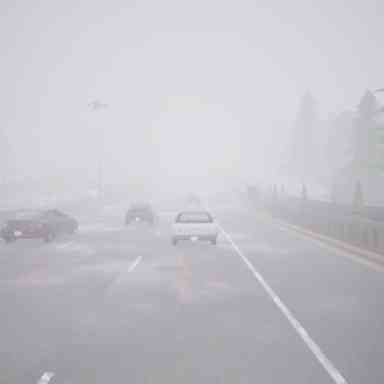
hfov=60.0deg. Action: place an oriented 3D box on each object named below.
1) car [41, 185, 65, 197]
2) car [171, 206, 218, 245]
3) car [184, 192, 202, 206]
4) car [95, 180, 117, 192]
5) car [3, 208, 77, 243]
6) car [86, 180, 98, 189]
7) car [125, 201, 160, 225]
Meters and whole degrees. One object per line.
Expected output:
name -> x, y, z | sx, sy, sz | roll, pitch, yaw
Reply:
car -> -21.068, -0.284, 50.482 | 1.882, 1.535, 5.008 | 0, 7, 1
car -> 0.093, 1.542, 15.305 | 1.895, 1.301, 4.718 | 0, 0, 0
car -> 0.084, 0.811, 38.907 | 1.837, 1.490, 4.892 | 0, 4, 0
car -> -14.044, -0.847, 55.841 | 2.033, 1.411, 5.357 | 0, 7, 1
car -> -6.907, 1.465, 15.500 | 1.812, 1.442, 4.674 | 0, 0, 0
car -> -17.524, -1.390, 59.940 | 2.128, 1.511, 4.902 | 0, 7, 1
car -> -3.410, 1.410, 23.191 | 1.837, 1.490, 4.892 | 0, 0, 0
